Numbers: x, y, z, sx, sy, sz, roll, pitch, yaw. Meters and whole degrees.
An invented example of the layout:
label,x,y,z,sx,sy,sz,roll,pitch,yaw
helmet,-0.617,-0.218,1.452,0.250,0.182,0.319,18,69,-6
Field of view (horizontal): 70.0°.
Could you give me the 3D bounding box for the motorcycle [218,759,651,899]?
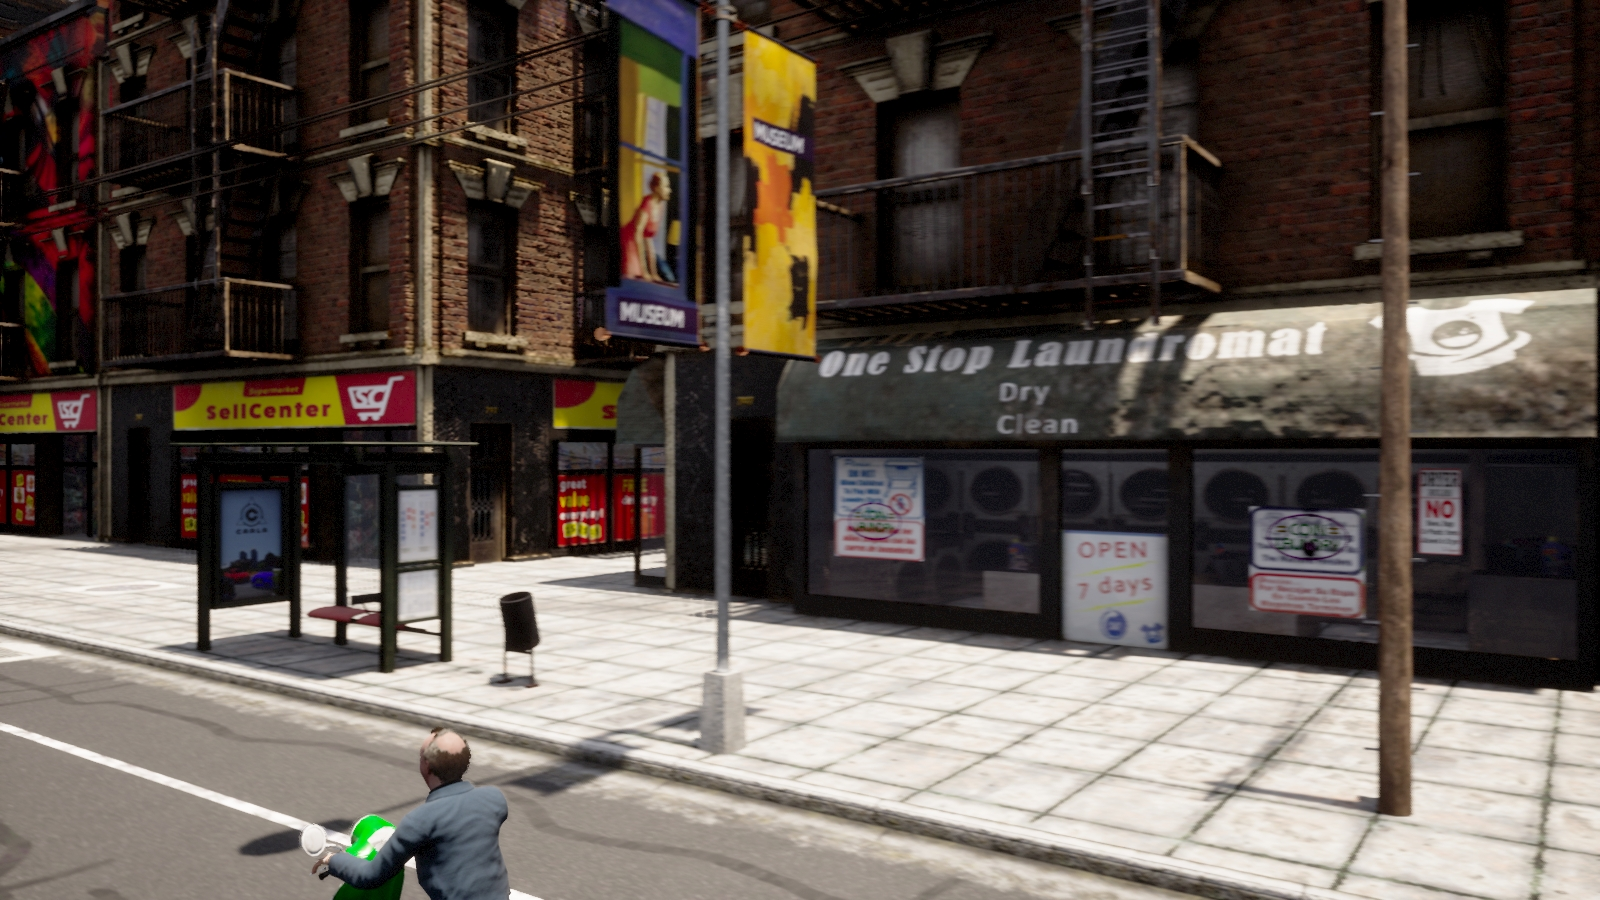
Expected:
label,x,y,z,sx,sy,sz,roll,pitch,yaw
motorcycle,-1.604,2.182,4.908,1.805,1.236,0.856,0,0,35
